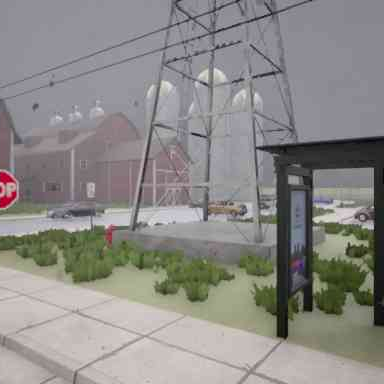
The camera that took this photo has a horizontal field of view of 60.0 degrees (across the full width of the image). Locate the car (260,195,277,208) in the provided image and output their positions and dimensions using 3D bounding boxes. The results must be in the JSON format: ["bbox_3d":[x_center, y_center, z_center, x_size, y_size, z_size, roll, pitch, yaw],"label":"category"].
[{"bbox_3d":[10.233,1.311,42.496,3.866,1.878,1.905,0,0,35],"label":"car"}]

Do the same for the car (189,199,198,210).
[{"bbox_3d":[1.502,1.474,43.297,1.882,1.535,5.008,0,0,35],"label":"car"}]

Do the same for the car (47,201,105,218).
[{"bbox_3d":[-9.434,1.489,27.331,2.128,1.511,4.902,0,0,34],"label":"car"}]

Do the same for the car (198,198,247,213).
[{"bbox_3d":[3.027,1.504,31.087,4.193,1.474,1.816,0,0,35],"label":"car"}]

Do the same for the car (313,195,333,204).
[{"bbox_3d":[24.009,1.478,62.400,4.611,1.667,2.242,0,0,35],"label":"car"}]

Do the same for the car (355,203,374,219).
[{"bbox_3d":[14.285,1.520,24.746,3.905,1.438,1.784,0,0,35],"label":"car"}]
